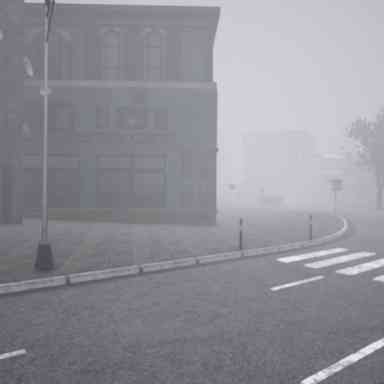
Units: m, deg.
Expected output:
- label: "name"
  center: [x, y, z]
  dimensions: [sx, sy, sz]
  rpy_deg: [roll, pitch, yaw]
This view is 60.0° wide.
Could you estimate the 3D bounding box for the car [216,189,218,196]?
- label: "car"
  center: [4.422, 0.011, 69.850]
  dimensions: [2.231, 1.521, 4.892]
  rpy_deg: [6, 2, 11]
